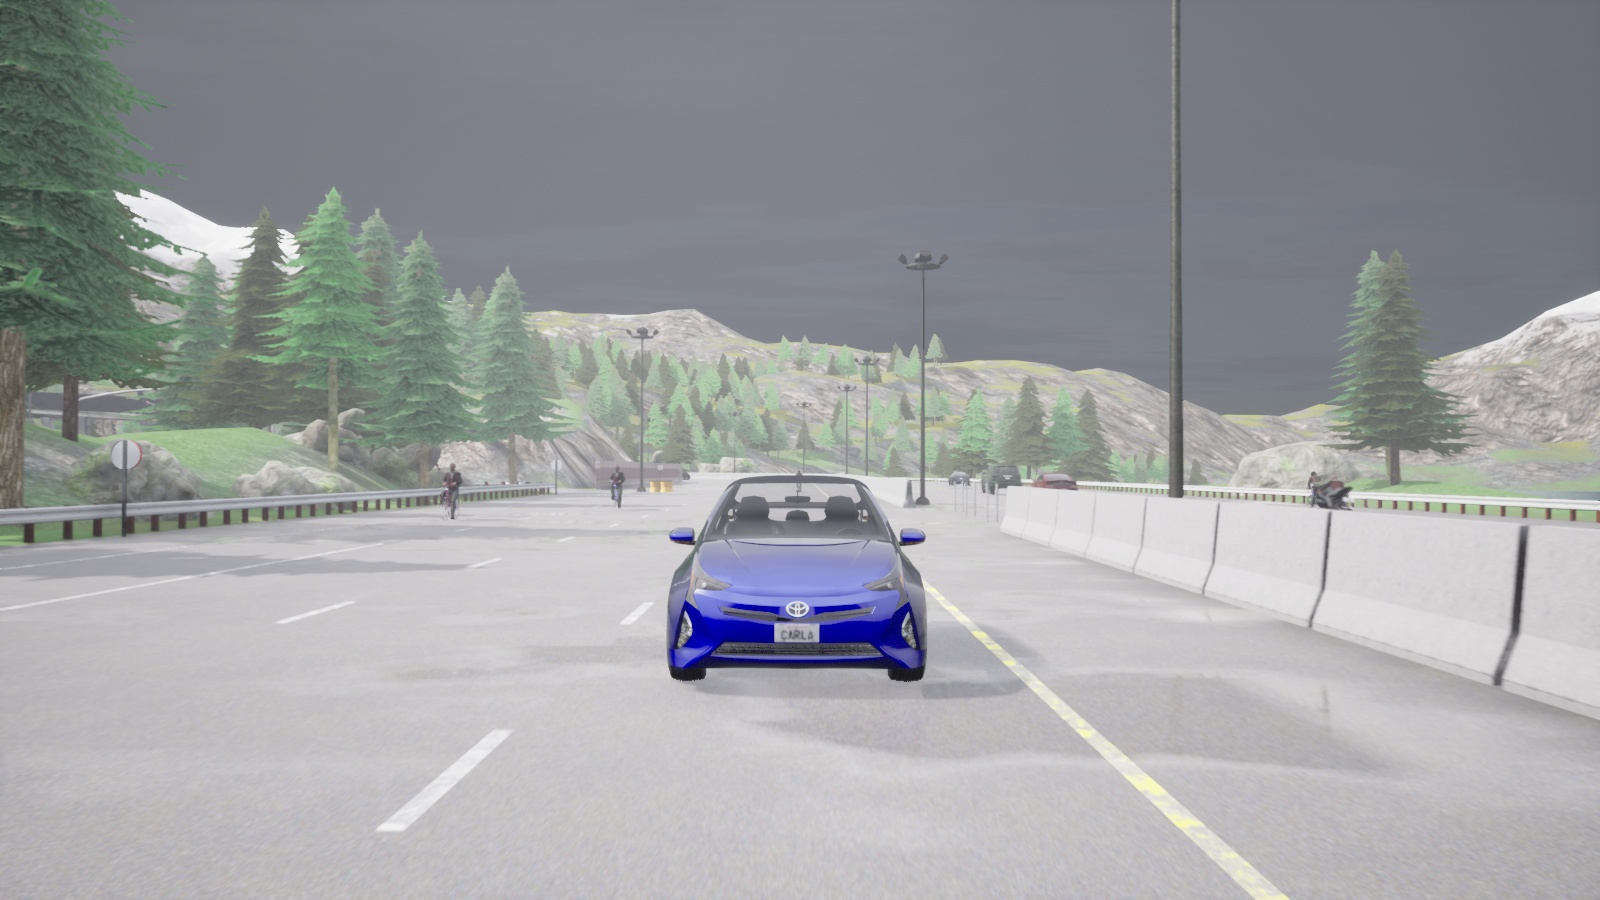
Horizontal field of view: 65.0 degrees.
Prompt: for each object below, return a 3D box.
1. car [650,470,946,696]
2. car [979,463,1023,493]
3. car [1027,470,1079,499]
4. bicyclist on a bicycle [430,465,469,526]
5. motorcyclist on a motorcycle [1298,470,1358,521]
[{"bbox_3d":[-0.014,0.941,10.802,2.007,1.525,4.514,0,-1,0],"label":"car"},{"bbox_3d":[13.961,1.934,87.399,2.150,2.045,5.566,0,-1,0],"label":"car"},{"bbox_3d":[13.967,1.895,69.572,1.882,1.535,5.008,0,-1,0],"label":"car"},{"bbox_3d":[-10.523,1.356,37.771,0.659,1.776,1.843,0,-1,0],"label":"bicyclist on a bicycle"},{"bbox_3d":[17.015,1.457,40.529,0.866,1.530,2.191,5,-1,-1],"label":"motorcyclist on a motorcycle"}]
